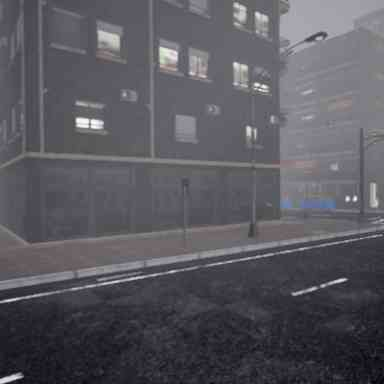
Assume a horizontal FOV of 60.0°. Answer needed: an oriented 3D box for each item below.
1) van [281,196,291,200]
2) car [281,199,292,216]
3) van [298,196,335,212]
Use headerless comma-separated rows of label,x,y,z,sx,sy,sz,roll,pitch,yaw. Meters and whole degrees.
van,10.637,1.366,41.976,1.690,1.788,3.998,-2,0,-36
car,7.219,1.642,32.542,1.802,1.307,4.206,-2,0,-36
van,13.954,1.291,37.461,1.690,1.788,3.998,-2,0,-36
